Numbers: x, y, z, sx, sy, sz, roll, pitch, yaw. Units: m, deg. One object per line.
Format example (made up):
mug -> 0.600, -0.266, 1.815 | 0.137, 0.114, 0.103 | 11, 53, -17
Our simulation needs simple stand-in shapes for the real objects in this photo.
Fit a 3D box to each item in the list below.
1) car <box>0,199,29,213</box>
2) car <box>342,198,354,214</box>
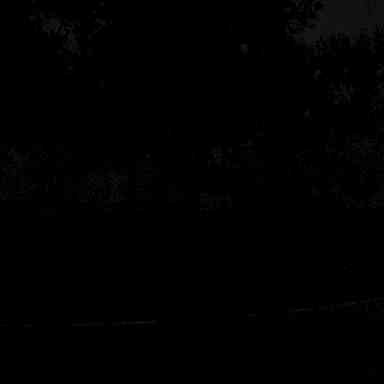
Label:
car -> -19.093, 1.505, 33.615 | 1.837, 1.490, 4.892 | 0, 0, 35
car -> 13.561, 1.347, 33.250 | 2.097, 1.767, 4.553 | 0, 0, -35
